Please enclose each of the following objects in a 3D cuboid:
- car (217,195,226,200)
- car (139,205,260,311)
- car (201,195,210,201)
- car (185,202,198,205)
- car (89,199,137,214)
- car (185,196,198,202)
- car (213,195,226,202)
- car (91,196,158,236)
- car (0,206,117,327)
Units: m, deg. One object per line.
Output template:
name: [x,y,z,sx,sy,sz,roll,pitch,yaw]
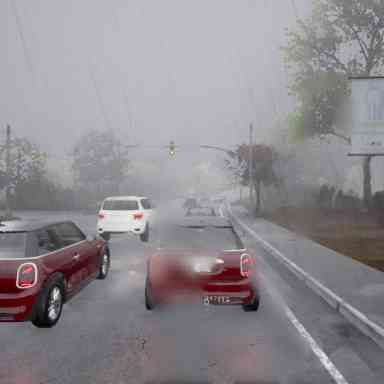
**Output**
car: [7.661,1.392,85.628,1.812,1.442,4.674,0,0,10]
car: [0.216,1.352,7.949,2.097,1.767,4.553,0,0,1]
car: [3.384,1.540,81.425,2.033,1.411,5.357,0,0,10]
car: [0.466,1.491,17.156,2.128,1.511,4.902,0,0,2]
car: [-8.153,1.526,34.648,4.674,1.442,1.812,0,0,-7]
car: [-0.012,1.505,56.523,1.837,1.490,4.892,0,0,6]
car: [5.973,1.590,75.535,1.895,1.301,4.718,0,0,9]
car: [-3.052,1.221,16.879,2.150,2.045,5.566,0,0,2]
car: [-3.293,1.352,7.202,2.097,1.767,4.553,0,0,1]
